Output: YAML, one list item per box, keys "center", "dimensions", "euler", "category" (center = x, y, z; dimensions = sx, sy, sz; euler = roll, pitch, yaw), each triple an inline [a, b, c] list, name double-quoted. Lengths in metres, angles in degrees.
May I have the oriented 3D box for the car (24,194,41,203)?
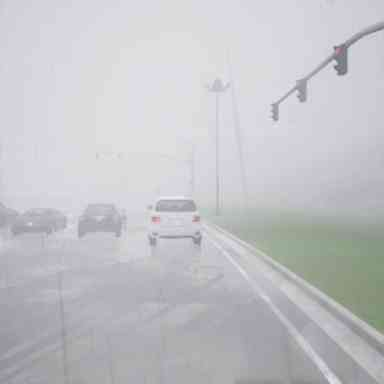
- center: [-32.900, 1.455, 66.565]
  dimensions: [4.892, 1.490, 1.837]
  euler: [0, 0, 38]
  category: "car"

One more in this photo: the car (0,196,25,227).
- center: [-12.022, 1.342, 19.762]
  dimensions: [2.097, 1.767, 4.553]
  euler: [0, 0, -8]
  category: "car"

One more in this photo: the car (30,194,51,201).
- center: [-36.886, 1.338, 81.127]
  dimensions: [5.008, 1.535, 1.882]
  euler: [0, 0, 24]
  category: "car"

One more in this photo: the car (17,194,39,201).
- center: [-38.383, 1.353, 77.963]
  dimensions: [5.008, 1.535, 1.882]
  euler: [0, 0, 24]
  category: "car"

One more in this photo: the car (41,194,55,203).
- center: [-31.432, 1.501, 69.823]
  dimensions: [4.181, 1.385, 1.994]
  euler: [0, 0, 34]
  category: "car"

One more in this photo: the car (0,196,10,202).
- center: [-41.783, 1.503, 71.813]
  dimensions: [4.718, 1.301, 1.895]
  euler: [0, 0, 20]
  category: "car"

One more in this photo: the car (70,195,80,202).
- center: [-27.728, 1.473, 75.778]
  dimensions: [5.357, 1.411, 2.033]
  euler: [0, 0, 34]
  category: "car"

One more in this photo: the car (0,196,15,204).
- center: [-37.481, 1.505, 65.523]
  dimensions: [5.357, 1.411, 2.033]
  euler: [0, 0, 31]
  category: "car"

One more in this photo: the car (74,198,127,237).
- center: [-4.757, 1.333, 18.163]
  dimensions: [2.097, 1.767, 4.553]
  euler: [0, 0, -7]
  category: "car"

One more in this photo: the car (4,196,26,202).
- center: [-39.906, 1.486, 74.811]
  dimensions: [4.718, 1.301, 1.895]
  euler: [0, 0, 24]
  category: "car"

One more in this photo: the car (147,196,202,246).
- center: [-0.864, 1.200, 15.338]
  dimensions: [2.150, 2.045, 5.566]
  euler: [0, 0, -6]
  category: "car"

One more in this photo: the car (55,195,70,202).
- center: [-29.491, 1.441, 72.729]
  dimensions: [4.892, 1.490, 1.837]
  euler: [0, 0, 34]
  category: "car"

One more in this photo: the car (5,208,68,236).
- center: [-8.333, 1.550, 18.545]
  dimensions: [1.994, 1.385, 4.181]
  euler: [0, 0, -7]
  category: "car"
